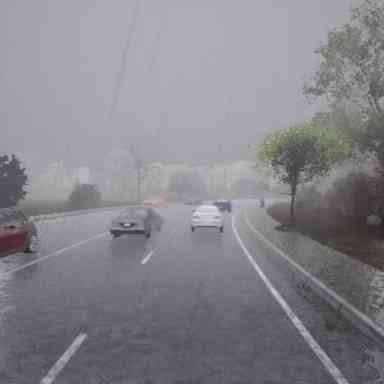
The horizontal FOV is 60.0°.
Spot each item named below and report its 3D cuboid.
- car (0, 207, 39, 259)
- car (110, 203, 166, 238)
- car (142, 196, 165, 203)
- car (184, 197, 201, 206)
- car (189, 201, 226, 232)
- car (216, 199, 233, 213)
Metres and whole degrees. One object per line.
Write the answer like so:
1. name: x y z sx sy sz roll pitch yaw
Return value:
1. car: -6.824 1.342 10.456 2.097 1.767 4.553 0 0 3
2. car: -2.760 1.541 17.645 2.033 1.411 5.357 0 0 4
3. car: -5.320 1.326 46.656 2.097 1.767 4.553 0 0 15
4. car: 0.125 1.549 53.015 1.994 1.385 4.181 0 0 17
5. car: 0.981 1.524 20.255 1.812 1.442 4.674 0 0 5
6. car: 3.596 1.479 37.894 1.882 1.535 5.008 0 0 12
